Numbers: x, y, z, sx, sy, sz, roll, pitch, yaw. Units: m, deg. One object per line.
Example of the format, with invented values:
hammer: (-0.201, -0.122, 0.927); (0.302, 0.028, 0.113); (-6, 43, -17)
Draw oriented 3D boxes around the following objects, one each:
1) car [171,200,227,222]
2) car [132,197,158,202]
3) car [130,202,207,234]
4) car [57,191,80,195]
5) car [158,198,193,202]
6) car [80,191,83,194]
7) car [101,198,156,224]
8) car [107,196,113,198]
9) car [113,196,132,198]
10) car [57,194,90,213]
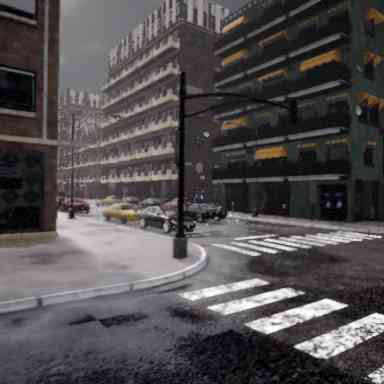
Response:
car: (0.525, 1.541, 25.528); (1.895, 1.301, 4.718); (1, 0, -34)
car: (-4.497, 1.358, 37.119); (2.008, 1.369, 4.403); (2, 0, -36)
car: (-1.452, 1.470, 18.711); (2.008, 1.369, 4.403); (2, 0, -36)
car: (-14.559, 0.924, 36.711); (2.192, 1.841, 5.009); (2, 0, -36)
car: (-1.215, 1.325, 32.620); (1.967, 1.590, 4.097); (2, 0, -36)
car: (-20.882, 0.739, 59.618); (2.192, 1.841, 5.009); (2, 0, -36)
car: (-4.630, 1.369, 23.073); (1.752, 1.417, 4.829); (2, 0, -36)
car: (-11.153, 1.176, 46.256); (1.752, 1.417, 4.829); (2, 0, -36)
car: (-7.775, 1.281, 41.619); (2.008, 1.369, 4.403); (2, 0, -36)
car: (-11.288, 1.231, 32.210); (1.887, 1.381, 4.507); (2, 0, -36)
